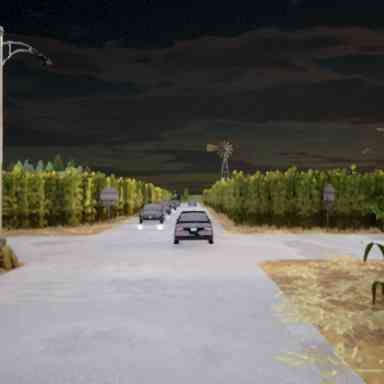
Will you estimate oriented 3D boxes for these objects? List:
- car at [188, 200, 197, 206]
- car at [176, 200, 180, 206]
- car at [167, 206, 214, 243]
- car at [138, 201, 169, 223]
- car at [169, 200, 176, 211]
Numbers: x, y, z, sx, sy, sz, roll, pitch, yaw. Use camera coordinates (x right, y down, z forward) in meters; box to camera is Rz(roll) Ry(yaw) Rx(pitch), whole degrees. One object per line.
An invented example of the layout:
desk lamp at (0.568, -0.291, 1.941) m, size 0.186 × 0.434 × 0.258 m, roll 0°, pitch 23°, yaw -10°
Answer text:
car at (0.064, 2.411, 69.688) m, size 2.033 × 1.411 × 5.357 m, roll 0°, pitch -1°, yaw 0°
car at (-3.214, 1.914, 47.457) m, size 1.994 × 1.385 × 4.181 m, roll 0°, pitch -1°, yaw 0°
car at (0.074, 1.647, 16.573) m, size 2.033 × 1.411 × 5.357 m, roll -1°, pitch 0°, yaw 0°
car at (-3.169, 1.692, 27.153) m, size 1.837 × 1.490 × 4.892 m, roll 0°, pitch -1°, yaw -1°
car at (-3.215, 1.725, 36.790) m, size 2.128 × 1.511 × 4.902 m, roll 0°, pitch 0°, yaw 0°
